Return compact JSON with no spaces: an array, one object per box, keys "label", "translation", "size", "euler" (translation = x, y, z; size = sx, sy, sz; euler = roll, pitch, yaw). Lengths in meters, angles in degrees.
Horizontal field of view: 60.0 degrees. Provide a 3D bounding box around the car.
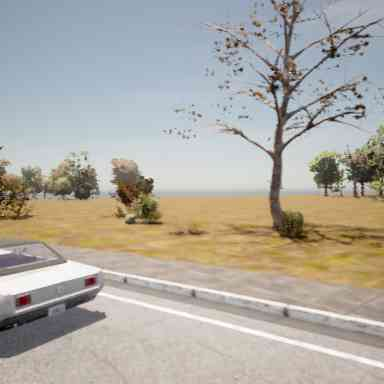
[{"label":"car","translation":[-4.023,1.594,6.520],"size":[4.718,1.301,1.895],"euler":[0,0,33]}]
